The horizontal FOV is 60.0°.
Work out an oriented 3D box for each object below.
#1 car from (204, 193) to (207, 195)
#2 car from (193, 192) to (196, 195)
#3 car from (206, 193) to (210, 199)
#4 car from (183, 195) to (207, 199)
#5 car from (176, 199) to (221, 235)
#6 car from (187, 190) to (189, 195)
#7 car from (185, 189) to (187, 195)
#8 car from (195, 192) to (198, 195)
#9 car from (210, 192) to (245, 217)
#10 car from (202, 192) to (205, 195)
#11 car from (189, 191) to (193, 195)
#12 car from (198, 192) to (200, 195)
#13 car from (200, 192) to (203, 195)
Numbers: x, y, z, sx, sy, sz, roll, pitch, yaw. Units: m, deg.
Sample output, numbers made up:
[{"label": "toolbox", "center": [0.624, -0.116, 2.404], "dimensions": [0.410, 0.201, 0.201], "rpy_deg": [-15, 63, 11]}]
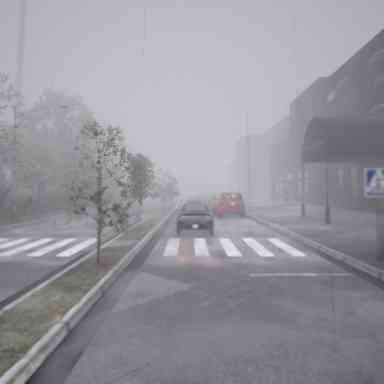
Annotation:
[{"label": "car", "center": [3.204, 0.998, 44.852], "dimensions": [2.185, 1.767, 4.553], "rpy_deg": [1, 0, 0]}, {"label": "car", "center": [2.084, 0.736, 72.765], "dimensions": [2.185, 1.767, 4.553], "rpy_deg": [0, 1, -4]}, {"label": "car", "center": [3.184, 1.171, 39.326], "dimensions": [2.231, 1.521, 4.892], "rpy_deg": [0, 0, 0]}, {"label": "car", "center": [0.220, 1.283, 35.437], "dimensions": [1.994, 1.385, 4.181], "rpy_deg": [0, 0, 0]}, {"label": "car", "center": [0.159, 1.358, 17.807], "dimensions": [2.128, 1.511, 4.902], "rpy_deg": [0, 0, 0]}, {"label": "car", "center": [0.549, 0.685, 89.402], "dimensions": [2.097, 1.535, 5.008], "rpy_deg": [0, 1, -6]}, {"label": "car", "center": [-0.088, 0.623, 94.933], "dimensions": [2.097, 1.535, 5.008], "rpy_deg": [0, 1, -7]}, {"label": "car", "center": [2.450, 0.945, 67.278], "dimensions": [2.163, 1.488, 4.792], "rpy_deg": [0, 1, -3]}, {"label": "car", "center": [3.145, 1.012, 28.267], "dimensions": [2.435, 2.045, 5.566], "rpy_deg": [0, 0, 0]}, {"label": "car", "center": [3.107, 1.103, 50.475], "dimensions": [2.163, 1.488, 4.792], "rpy_deg": [0, 0, -1]}, {"label": "car", "center": [1.131, 0.746, 83.871], "dimensions": [2.231, 1.521, 4.892], "rpy_deg": [0, 1, -5]}, {"label": "car", "center": [2.728, 1.010, 61.682], "dimensions": [2.002, 1.452, 4.674], "rpy_deg": [0, 1, -2]}, {"label": "car", "center": [2.951, 1.051, 56.158], "dimensions": [2.163, 1.488, 4.792], "rpy_deg": [0, 1, -2]}]
